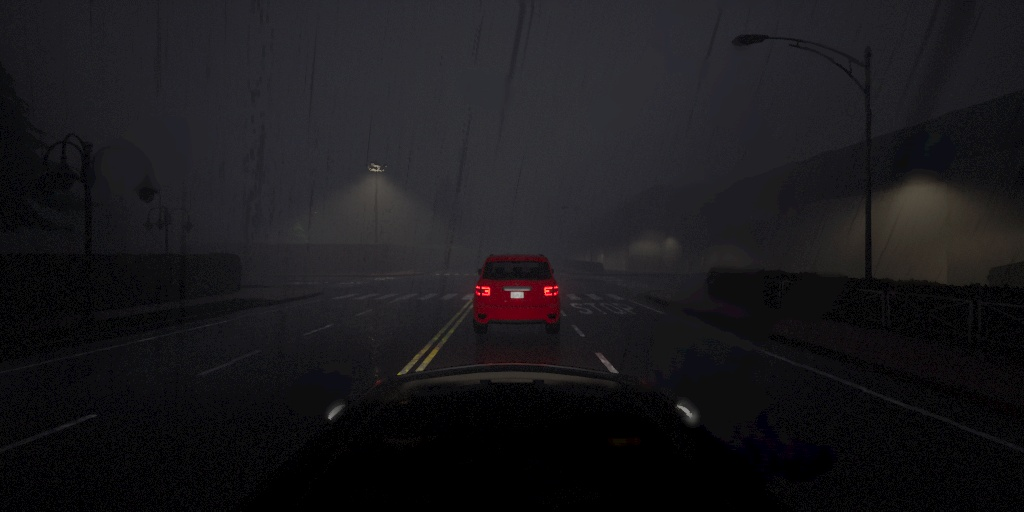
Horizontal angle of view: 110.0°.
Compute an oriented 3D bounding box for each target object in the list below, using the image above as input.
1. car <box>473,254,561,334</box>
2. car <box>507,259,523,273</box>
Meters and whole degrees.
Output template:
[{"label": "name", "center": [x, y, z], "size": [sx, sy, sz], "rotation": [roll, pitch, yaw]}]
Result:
[{"label": "car", "center": [0.122, 0.971, 10.760], "size": [2.150, 2.045, 5.566], "rotation": [0, 0, 0]}, {"label": "car", "center": [0.361, 1.228, 45.613], "size": [1.882, 1.535, 5.008], "rotation": [0, 0, 1]}]
